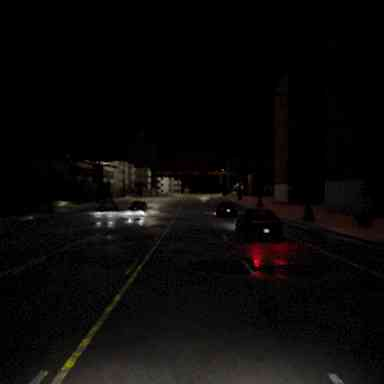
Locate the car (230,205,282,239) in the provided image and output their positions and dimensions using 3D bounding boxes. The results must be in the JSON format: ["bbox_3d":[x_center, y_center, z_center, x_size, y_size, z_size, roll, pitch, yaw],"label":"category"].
[{"bbox_3d":[3.609,1.684,18.502,2.128,1.511,4.902,0,-1,0],"label":"car"}]

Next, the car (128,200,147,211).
[{"bbox_3d":[-7.067,1.740,43.609,1.895,1.301,4.718,0,1,0],"label":"car"}]

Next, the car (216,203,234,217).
[{"bbox_3d":[3.617,1.809,35.087,1.994,1.385,4.181,0,0,0],"label":"car"}]

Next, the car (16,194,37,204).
[{"bbox_3d":[-25.952,1.102,52.070,1.970,1.475,3.806,0,2,0],"label":"car"}]

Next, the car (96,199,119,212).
[{"bbox_3d":[-10.570,1.691,42.053,1.812,1.442,4.674,0,1,0],"label":"car"}]
